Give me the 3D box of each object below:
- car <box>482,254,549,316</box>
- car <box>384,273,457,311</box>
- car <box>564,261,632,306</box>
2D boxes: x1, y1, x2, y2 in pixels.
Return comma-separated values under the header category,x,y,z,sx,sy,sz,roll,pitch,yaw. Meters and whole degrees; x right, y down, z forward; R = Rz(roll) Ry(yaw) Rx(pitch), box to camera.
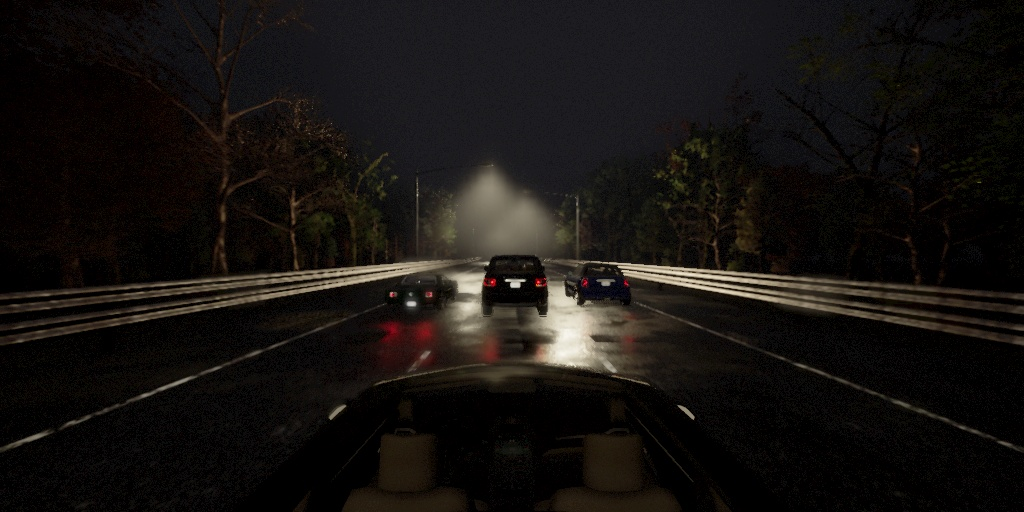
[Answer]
category,x,y,z,sx,sy,sz,roll,pitch,yaw
car,0.102,0.961,13.399,2.150,2.045,5.566,0,0,0
car,-3.398,1.339,14.368,1.895,1.301,4.718,0,0,0
car,3.602,1.088,15.842,2.097,1.767,4.553,0,0,0
